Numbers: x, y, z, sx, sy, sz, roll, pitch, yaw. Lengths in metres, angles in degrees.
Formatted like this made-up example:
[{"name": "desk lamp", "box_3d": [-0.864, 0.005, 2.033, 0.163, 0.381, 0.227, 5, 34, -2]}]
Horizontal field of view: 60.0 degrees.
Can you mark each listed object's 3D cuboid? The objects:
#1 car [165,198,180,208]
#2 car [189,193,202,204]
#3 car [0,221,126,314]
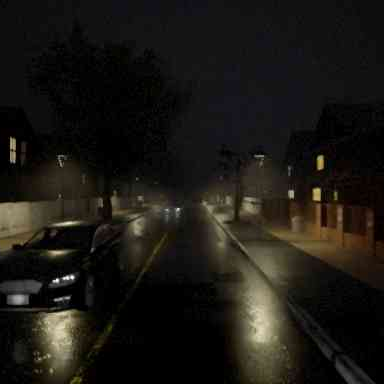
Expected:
[{"name": "car", "box_3d": [-2.843, 1.591, 49.115, 1.812, 1.442, 4.674, 0, 0, 0]}, {"name": "car", "box_3d": [0.905, 1.415, 64.970, 2.097, 1.767, 4.553, -2, 0, 0]}, {"name": "car", "box_3d": [-2.845, 1.500, 7.890, 2.128, 1.511, 4.902, 0, 0, 0]}]
